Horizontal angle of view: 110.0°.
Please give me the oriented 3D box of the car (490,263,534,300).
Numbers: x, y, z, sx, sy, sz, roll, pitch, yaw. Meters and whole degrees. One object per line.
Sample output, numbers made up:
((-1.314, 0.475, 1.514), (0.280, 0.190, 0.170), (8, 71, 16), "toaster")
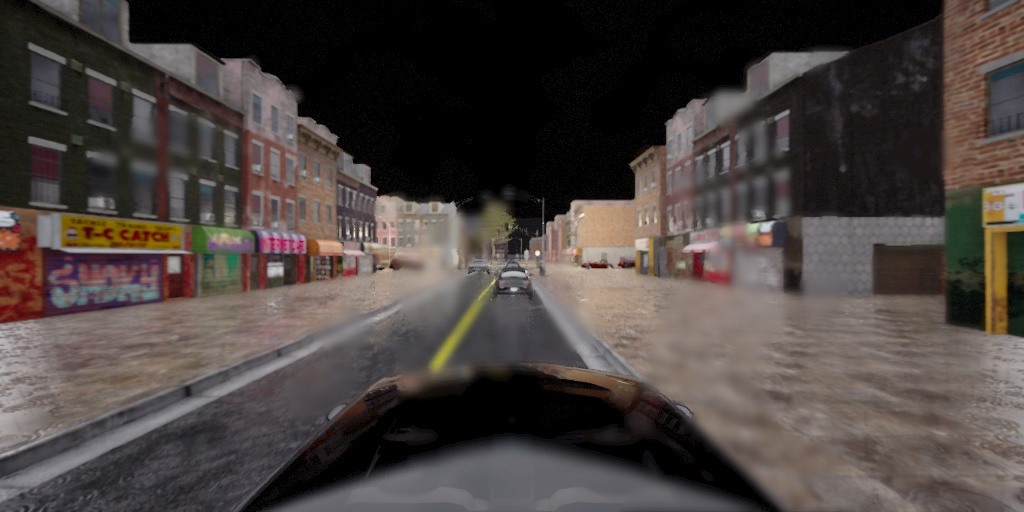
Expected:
((0.080, 1.272, 17.635), (1.812, 1.442, 4.674), (0, 0, 0), "car")

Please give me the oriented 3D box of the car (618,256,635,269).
((17.315, 0.954, 50.130), (5.009, 1.841, 2.192), (0, 0, 0), "car")

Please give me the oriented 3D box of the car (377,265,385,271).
((-19.953, 1.479, 50.010), (4.313, 1.339, 1.948), (0, 0, 0), "car")

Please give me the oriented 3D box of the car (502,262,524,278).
((0.056, 1.320, 34.585), (1.994, 1.385, 4.181), (0, 0, 0), "car")

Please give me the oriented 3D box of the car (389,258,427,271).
((-14.527, 1.186, 50.028), (5.009, 1.841, 2.192), (0, 0, 0), "car")

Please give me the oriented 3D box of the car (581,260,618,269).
((11.881, 1.222, 50.112), (4.507, 1.381, 1.888), (0, 0, 0), "car")

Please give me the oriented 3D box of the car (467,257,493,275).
((-2.794, 0.868, 32.105), (1.837, 1.490, 4.892), (0, 0, 0), "car")
